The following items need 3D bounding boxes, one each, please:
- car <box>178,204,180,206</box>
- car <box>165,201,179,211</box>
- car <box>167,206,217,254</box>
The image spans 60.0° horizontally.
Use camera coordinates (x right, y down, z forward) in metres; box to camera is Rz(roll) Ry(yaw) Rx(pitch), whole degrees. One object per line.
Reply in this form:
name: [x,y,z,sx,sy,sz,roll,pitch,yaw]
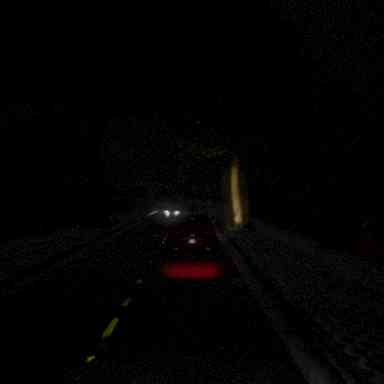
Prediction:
car: [0.016,1.847,28.244,1.895,1.301,4.718,0,0,0]
car: [-2.765,1.960,47.564,1.994,1.385,4.181,0,-1,1]
car: [0.024,1.606,14.256,1.882,1.535,5.008,0,0,0]
